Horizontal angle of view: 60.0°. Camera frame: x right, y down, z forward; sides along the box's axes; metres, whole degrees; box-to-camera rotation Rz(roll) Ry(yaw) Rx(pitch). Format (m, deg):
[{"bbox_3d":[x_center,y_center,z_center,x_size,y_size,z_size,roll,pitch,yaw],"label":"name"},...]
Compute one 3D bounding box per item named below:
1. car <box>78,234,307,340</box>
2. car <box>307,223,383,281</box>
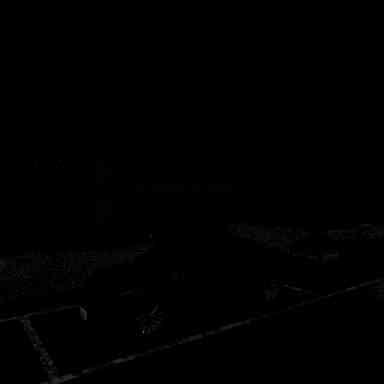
[{"bbox_3d":[0.043,1.566,6.563,4.313,1.339,1.947,0,0,-35],"label":"car"},{"bbox_3d":[4.526,1.582,9.752,4.206,1.307,1.802,0,0,-35],"label":"car"}]
